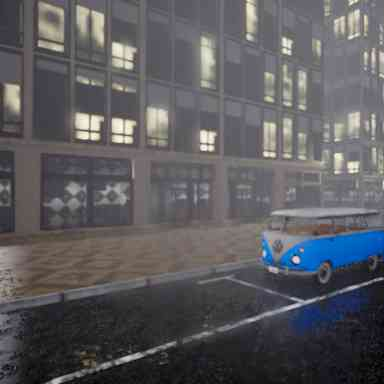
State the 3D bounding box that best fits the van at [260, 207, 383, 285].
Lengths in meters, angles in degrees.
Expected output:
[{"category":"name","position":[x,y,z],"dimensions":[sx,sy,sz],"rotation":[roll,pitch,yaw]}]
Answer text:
[{"category":"van","position":[3.662,1.334,9.168],"dimensions":[3.998,1.788,1.690],"rotation":[0,0,-36]}]
